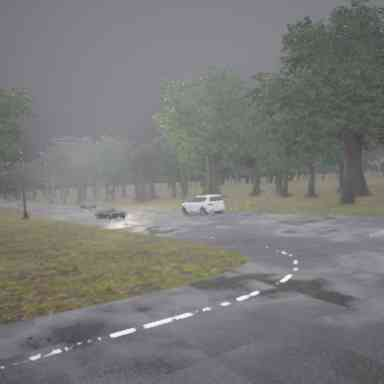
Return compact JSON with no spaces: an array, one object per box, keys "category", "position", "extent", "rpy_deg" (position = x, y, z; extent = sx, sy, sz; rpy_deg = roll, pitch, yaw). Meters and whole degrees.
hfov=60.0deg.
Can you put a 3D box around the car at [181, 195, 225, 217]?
[{"category":"car","position":[1.028,1.373,34.260],"extent":[2.150,2.045,5.566],"rpy_deg":[-5,1,-36]}]

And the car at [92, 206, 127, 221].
[{"category":"car","position":[-8.847,2.384,35.998],"extent":[1.895,1.301,4.718],"rpy_deg":[-5,1,-36]}]

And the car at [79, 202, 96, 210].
[{"category":"car","position":[-19.885,2.554,63.171],"extent":[2.033,1.411,5.357],"rpy_deg":[-5,1,-36]}]
